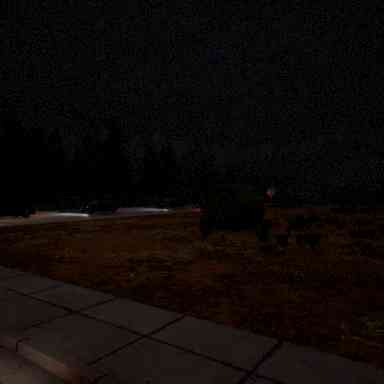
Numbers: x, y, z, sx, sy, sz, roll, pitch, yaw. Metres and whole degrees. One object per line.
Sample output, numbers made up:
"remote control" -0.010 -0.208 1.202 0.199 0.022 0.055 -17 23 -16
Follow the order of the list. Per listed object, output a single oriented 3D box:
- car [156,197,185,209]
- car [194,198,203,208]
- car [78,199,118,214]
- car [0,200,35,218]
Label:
"car" -2.961 1.497 46.404 1.882 1.535 5.008 0 0 37
"car" 2.226 1.525 47.226 1.837 1.490 4.892 0 0 36
"car" -10.224 1.545 36.606 1.812 1.442 4.674 0 0 37
"car" -16.146 1.497 28.609 1.882 1.535 5.008 0 0 36
